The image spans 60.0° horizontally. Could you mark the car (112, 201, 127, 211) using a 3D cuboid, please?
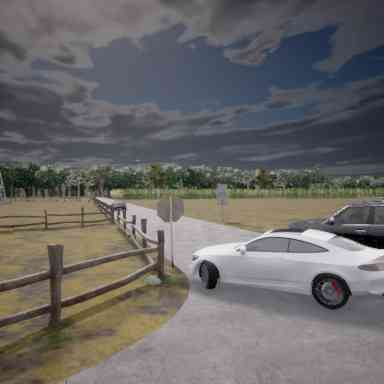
[{"bbox_3d":[-10.884,1.988,49.471,2.033,1.411,5.357,-2,0,-18],"label":"car"}]

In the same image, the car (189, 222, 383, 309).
[{"bbox_3d":[2.131,1.616,7.998,4.674,1.442,1.812,-2,0,34],"label":"car"}]

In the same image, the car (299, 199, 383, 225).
[{"bbox_3d":[5.342,1.221,9.537,2.150,2.045,5.566,-3,0,-43],"label":"car"}]
